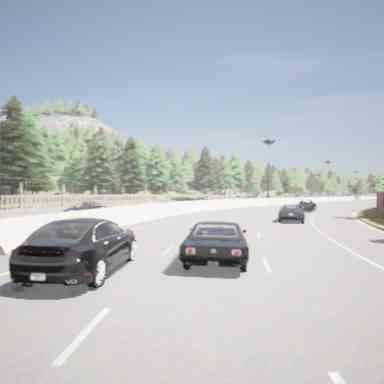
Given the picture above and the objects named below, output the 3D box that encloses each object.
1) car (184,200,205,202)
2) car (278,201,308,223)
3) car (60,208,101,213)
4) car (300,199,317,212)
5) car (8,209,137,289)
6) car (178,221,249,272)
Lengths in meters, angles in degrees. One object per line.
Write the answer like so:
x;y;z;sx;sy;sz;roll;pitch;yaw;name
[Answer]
1.157;1.501;54.005;1.994;1.385;4.181;1;0;32;car
7.997;1.655;26.719;1.994;1.385;4.181;1;0;18;car
-7.590;1.403;23.659;1.994;1.385;4.181;1;0;14;car
14.383;1.667;41.542;2.128;1.511;4.902;1;0;28;car
-2.857;1.444;9.052;1.837;1.490;4.892;1;0;5;car
0.839;1.598;10.913;1.895;1.301;4.718;1;0;7;car
